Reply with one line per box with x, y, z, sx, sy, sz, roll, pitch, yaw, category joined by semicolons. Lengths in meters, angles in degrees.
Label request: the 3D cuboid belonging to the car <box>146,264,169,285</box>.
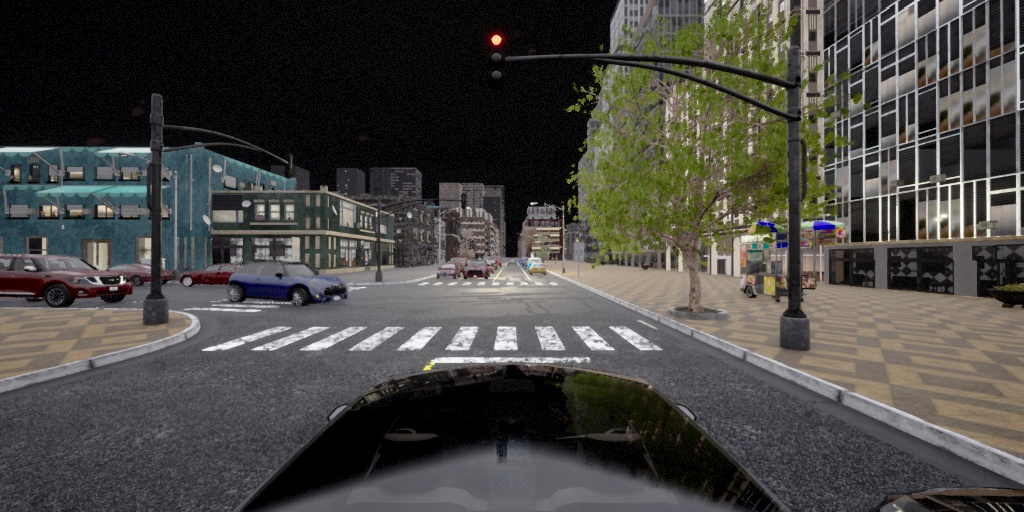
-22.809;1.090;21.427;4.207;1.307;1.802;0;0;-1;car

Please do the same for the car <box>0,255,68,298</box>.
-22.972;0.832;15.639;4.553;1.767;2.097;0;0;-1;car

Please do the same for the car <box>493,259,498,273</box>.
-3.077;1.319;42.115;1.994;1.385;4.181;0;0;0;car

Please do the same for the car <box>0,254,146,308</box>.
-17.151;0.850;13.122;5.009;1.841;2.192;0;0;-1;car

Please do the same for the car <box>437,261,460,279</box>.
-5.672;1.335;32.504;1.802;1.307;4.207;0;0;0;car

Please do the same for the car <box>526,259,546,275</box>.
2.711;1.279;38.223;1.751;1.417;4.829;0;0;0;car

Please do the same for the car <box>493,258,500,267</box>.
-3.062;1.282;52.197;1.812;1.442;4.674;0;0;0;car

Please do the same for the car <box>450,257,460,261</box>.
-5.669;1.069;38.055;2.192;1.841;5.009;0;0;0;car

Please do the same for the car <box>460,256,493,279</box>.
-3.082;1.105;32.201;2.097;1.767;4.553;0;0;0;car

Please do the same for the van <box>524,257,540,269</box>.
2.715;1.096;43.604;1.690;1.789;3.998;0;0;0;van

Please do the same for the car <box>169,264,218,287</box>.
-17.265;1.122;21.502;4.507;1.381;1.888;0;0;-1;car

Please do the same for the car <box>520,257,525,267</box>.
2.720;1.307;54.706;2.007;1.370;4.403;0;0;0;car

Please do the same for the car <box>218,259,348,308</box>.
-9.166;1.037;14.830;4.553;1.767;2.097;2;0;12;car

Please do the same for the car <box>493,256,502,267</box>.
-3.000;0.977;64.800;2.150;2.045;5.566;0;0;0;car
